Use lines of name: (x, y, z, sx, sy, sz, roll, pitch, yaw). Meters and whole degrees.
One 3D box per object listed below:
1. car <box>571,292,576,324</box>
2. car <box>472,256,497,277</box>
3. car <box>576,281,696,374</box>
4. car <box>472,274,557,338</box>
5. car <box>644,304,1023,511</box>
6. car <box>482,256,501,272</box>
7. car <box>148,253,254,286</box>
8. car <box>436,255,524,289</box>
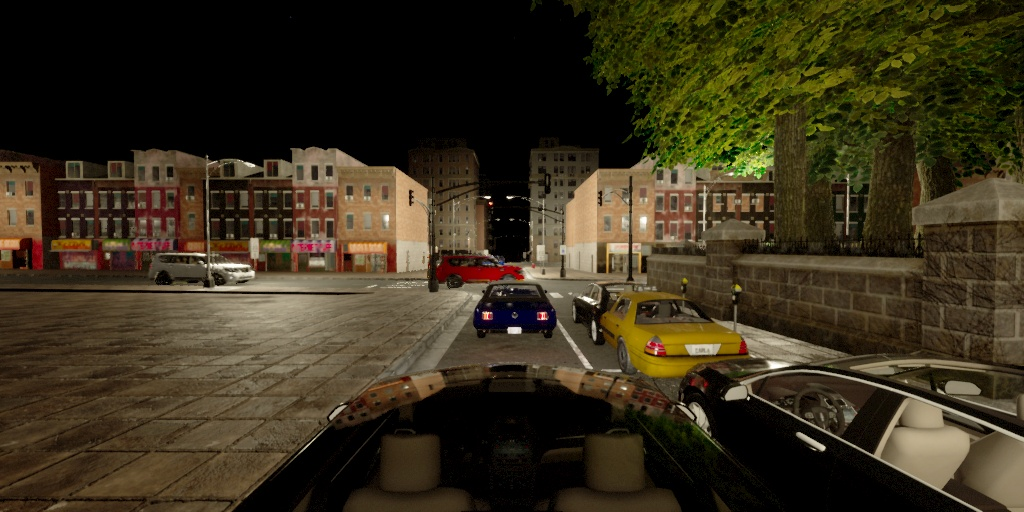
car: (2.661, 1.298, 9.304, 2.007, 1.370, 4.403, 0, 0, 0)
car: (-2.749, 0.978, 37.284, 2.150, 2.045, 5.566, 0, 0, 0)
car: (2.686, 1.273, 7.330, 1.751, 1.417, 4.829, 0, 0, 0)
car: (0.075, 1.348, 10.109, 1.895, 1.301, 4.718, 0, 0, 0)
car: (2.637, 1.300, 2.169, 2.007, 1.370, 4.403, 0, 0, 0)
car: (-2.649, 0.986, 48.457, 2.150, 2.045, 5.566, 0, 0, 1)
car: (-19.631, 0.838, 22.771, 5.566, 2.045, 2.150, 1, 1, 0)
car: (-1.968, 0.997, 22.734, 5.566, 2.045, 2.150, 0, 1, 0)
